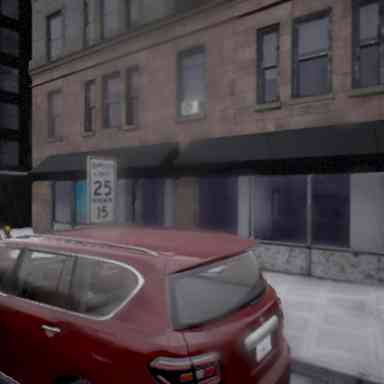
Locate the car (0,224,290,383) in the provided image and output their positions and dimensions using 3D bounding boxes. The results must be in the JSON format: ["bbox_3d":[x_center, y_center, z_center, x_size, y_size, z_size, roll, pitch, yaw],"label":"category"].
[{"bbox_3d":[-1.370,1.346,4.044,5.009,1.841,2.192,-1,0,36],"label":"car"}]
